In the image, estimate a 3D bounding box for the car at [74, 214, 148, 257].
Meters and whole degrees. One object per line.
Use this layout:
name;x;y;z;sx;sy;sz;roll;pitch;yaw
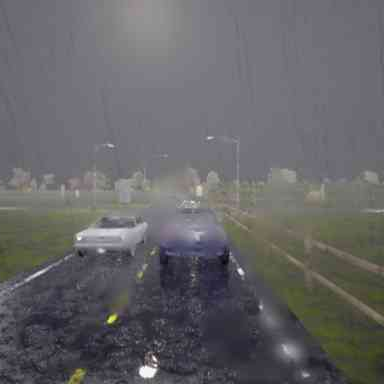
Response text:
car;-2.893;1.545;12.762;1.895;1.301;4.718;0;0;0

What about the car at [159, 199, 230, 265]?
car;0.054;1.305;11.632;2.097;1.767;4.553;0;1;0

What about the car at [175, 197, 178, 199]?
car;-0.050;1.387;23.449;2.128;1.511;4.902;0;0;-1

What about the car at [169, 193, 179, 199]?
car;-4.254;1.111;78.622;1.837;1.490;4.892;0;0;-2
